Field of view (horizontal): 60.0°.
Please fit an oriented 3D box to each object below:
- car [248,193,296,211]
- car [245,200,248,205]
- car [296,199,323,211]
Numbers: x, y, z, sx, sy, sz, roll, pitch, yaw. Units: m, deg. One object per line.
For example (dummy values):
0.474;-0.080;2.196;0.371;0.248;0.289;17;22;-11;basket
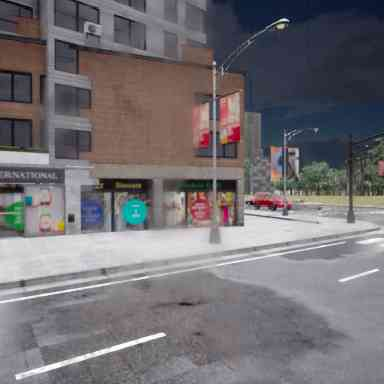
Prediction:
9.388;1.122;39.481;2.150;2.045;5.566;0;0;-22;car
9.589;1.471;47.565;1.895;1.301;4.718;0;0;-22;car
13.081;1.491;39.095;1.895;1.301;4.718;0;0;-23;car
